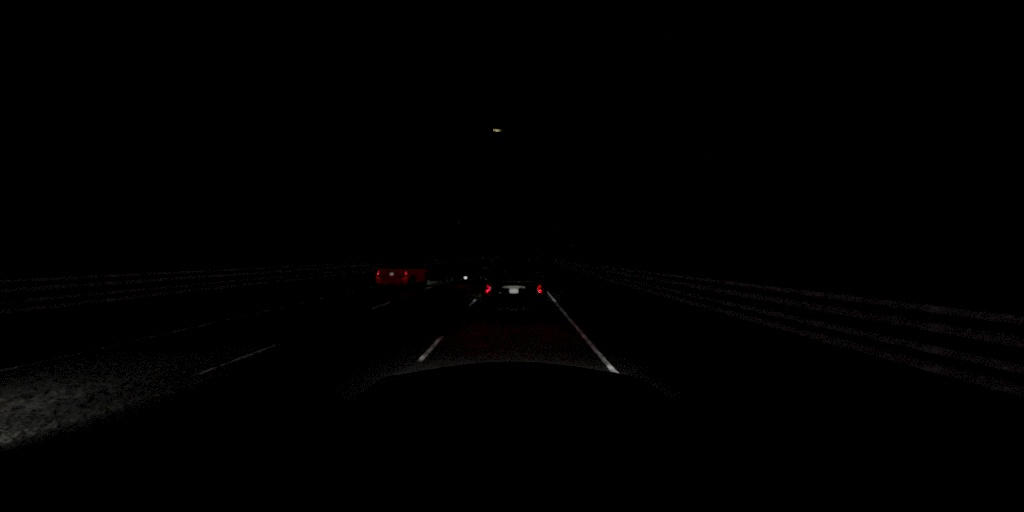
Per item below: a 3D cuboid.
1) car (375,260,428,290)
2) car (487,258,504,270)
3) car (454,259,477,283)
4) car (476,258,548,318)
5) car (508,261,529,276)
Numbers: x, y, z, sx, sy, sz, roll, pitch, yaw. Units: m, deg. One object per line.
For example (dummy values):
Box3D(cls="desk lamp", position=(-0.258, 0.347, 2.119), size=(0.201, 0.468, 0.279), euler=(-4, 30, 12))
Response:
Box3D(cls="car", position=(-6.658, 1.032, 22.123), size=(2.097, 1.767, 4.553), euler=(0, 0, 1))
Box3D(cls="car", position=(-2.204, 1.069, 49.333), size=(1.882, 1.535, 5.008), euler=(0, 0, 3))
Box3D(cls="car", position=(-3.062, 1.181, 26.593), size=(1.837, 1.490, 4.892), euler=(0, 0, 2))
Box3D(cls="car", position=(0.085, 1.075, 12.977), size=(2.097, 1.767, 4.553), euler=(0, 0, 1))
Box3D(cls="car", position=(0.663, 1.218, 36.340), size=(1.994, 1.385, 4.181), euler=(0, 0, 2))
